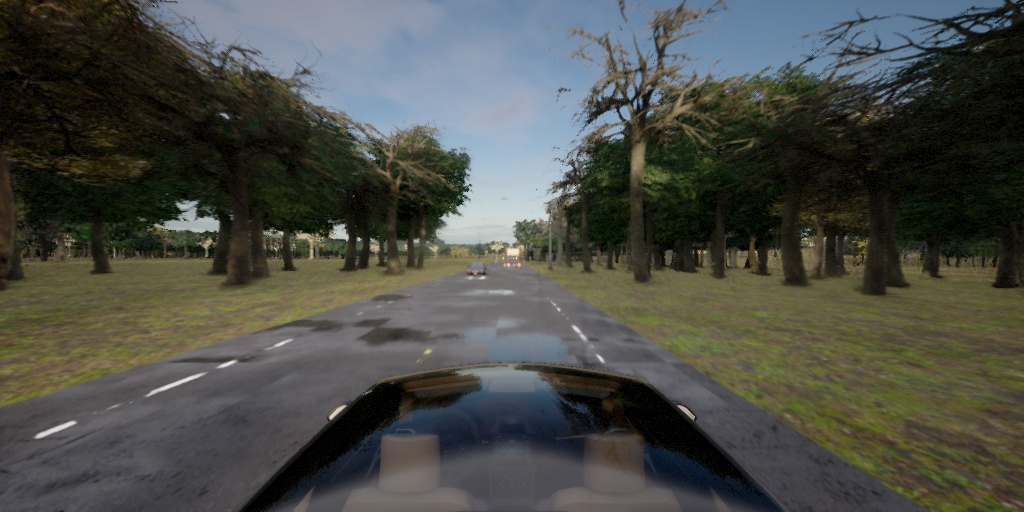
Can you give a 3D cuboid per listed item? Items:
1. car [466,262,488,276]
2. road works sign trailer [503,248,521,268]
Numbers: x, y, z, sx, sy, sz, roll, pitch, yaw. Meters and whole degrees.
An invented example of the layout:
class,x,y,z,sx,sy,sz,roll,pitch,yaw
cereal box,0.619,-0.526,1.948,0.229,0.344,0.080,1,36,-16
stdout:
class,x,y,z,sx,sy,sz,roll,pitch,yaw
car,-3.566,1.325,37.491,2.033,1.411,5.357,0,0,0
road works sign trailer,0.206,0.300,64.171,2.380,3.560,2.880,0,0,-8
